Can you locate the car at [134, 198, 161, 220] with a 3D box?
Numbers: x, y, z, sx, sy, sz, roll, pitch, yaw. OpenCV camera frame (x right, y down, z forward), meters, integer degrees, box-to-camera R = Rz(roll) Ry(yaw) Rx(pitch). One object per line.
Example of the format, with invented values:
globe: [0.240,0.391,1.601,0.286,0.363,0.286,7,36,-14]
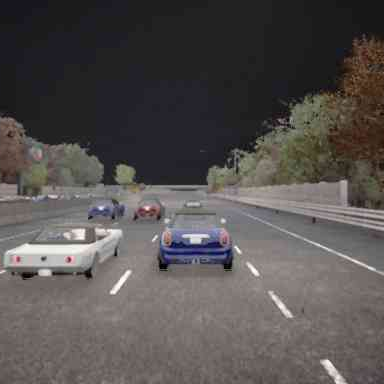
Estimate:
car: [-3.401,1.282,27.334,2.097,1.767,4.553,0,0,0]

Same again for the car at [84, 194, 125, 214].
car: [-6.901,1.282,27.363,2.097,1.767,4.553,0,0,0]

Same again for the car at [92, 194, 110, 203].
car: [-17.513,1.213,64.084,2.097,1.767,4.553,0,0,0]

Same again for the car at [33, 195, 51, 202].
car: [-28.000,1.376,62.222,1.812,1.442,4.674,0,0,0]

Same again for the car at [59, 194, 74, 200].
car: [-24.500,1.203,65.819,2.097,1.767,4.553,0,0,0]

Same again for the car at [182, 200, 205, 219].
car: [0.099,1.453,28.761,1.812,1.442,4.674,0,0,0]

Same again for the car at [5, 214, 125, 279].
car: [-3.396,1.572,9.918,1.895,1.301,4.718,0,0,0]

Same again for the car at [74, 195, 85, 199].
car: [-21.000,1.373,65.789,2.128,1.511,4.902,0,0,0]

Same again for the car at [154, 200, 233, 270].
car: [0.099,1.320,11.089,2.097,1.767,4.553,0,0,0]
